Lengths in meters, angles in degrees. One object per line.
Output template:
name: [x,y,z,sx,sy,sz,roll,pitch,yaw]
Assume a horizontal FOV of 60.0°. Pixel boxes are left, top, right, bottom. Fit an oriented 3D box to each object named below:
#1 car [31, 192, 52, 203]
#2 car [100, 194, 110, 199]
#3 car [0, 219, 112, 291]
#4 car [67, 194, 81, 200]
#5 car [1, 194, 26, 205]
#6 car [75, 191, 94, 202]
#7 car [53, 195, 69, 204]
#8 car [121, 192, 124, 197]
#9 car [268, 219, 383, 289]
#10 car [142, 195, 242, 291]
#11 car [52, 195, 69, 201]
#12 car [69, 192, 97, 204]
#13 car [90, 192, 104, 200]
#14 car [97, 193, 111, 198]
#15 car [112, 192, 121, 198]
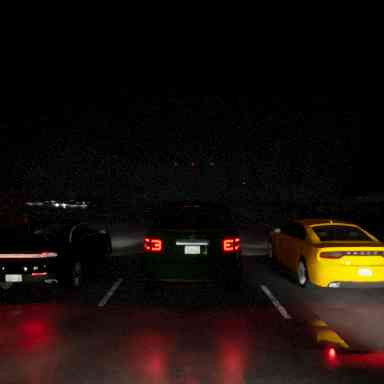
car: [-29.037,0.948,64.344,2.150,2.045,5.566,0,0,-1]
car: [-22.633,1.152,86.635,1.994,1.385,4.181,0,0,-4]
car: [-3.522,1.482,8.987,2.128,1.511,4.902,0,0,0]
car: [-29.401,1.144,82.951,1.812,1.442,4.674,0,0,-1]
car: [-28.931,1.131,54.014,2.097,1.767,4.553,0,0,-1]
car: [-22.106,0.926,68.369,2.150,2.045,5.566,0,0,-1]
car: [-21.987,1.324,57.660,1.994,1.385,4.181,0,0,-1]
car: [-19.091,1.154,86.417,1.994,1.385,4.181,0,0,-4]
car: [3.475,1.468,9.186,1.882,1.535,5.008,0,0,0]
car: [-0.013,1.212,9.131,2.150,2.045,5.566,0,0,0]
car: [-29.205,1.264,74.054,1.895,1.301,4.718,0,0,-1]
car: [-18.484,0.986,56.846,2.150,2.045,5.566,0,0,-1]
car: [-22.275,1.002,78.042,2.097,1.767,4.553,0,0,-1]
car: [-18.589,1.246,67.441,2.033,1.411,5.357,0,0,-1]
car: [-18.765,1.190,77.490,2.033,1.411,5.357,0,0,-1]
